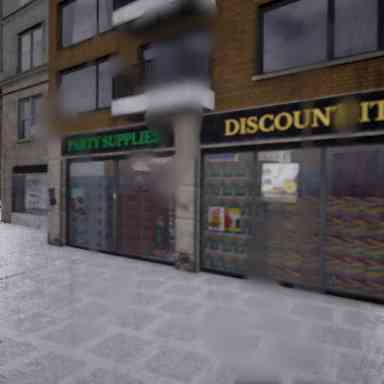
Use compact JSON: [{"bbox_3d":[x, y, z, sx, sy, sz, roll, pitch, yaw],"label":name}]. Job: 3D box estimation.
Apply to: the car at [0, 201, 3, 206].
[{"bbox_3d":[-16.059,0.801,32.468,1.752,1.417,4.829,2,2,36],"label":"car"}]
